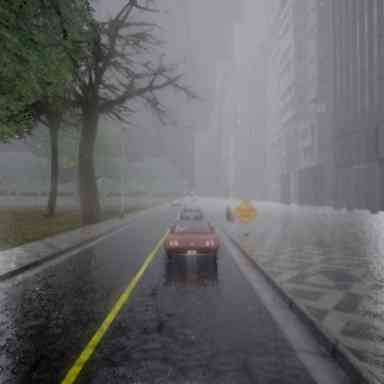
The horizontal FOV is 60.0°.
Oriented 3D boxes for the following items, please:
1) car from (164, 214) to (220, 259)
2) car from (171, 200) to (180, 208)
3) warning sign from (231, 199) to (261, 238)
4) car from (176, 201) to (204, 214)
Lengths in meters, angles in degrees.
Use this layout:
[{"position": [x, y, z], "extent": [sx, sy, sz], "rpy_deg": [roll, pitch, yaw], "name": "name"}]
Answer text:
[{"position": [0.014, 1.753, 13.265], "extent": [1.895, 1.301, 4.718], "rpy_deg": [0, -1, 0], "name": "car"}, {"position": [-3.044, 2.284, 65.346], "extent": [1.882, 1.535, 5.008], "rpy_deg": [0, -1, 0], "name": "car"}, {"position": [2.700, 1.308, 16.741], "extent": [1.300, 1.860, 1.060], "rpy_deg": [-1, -1, 0], "name": "warning sign"}, {"position": [0.009, 1.826, 28.510], "extent": [2.128, 1.511, 4.902], "rpy_deg": [0, -1, 0], "name": "car"}]
